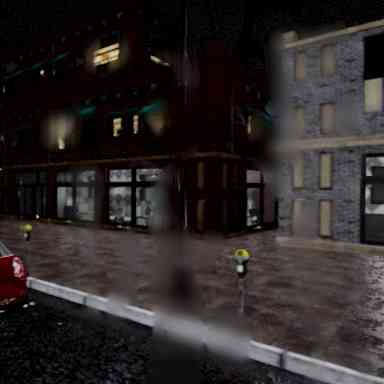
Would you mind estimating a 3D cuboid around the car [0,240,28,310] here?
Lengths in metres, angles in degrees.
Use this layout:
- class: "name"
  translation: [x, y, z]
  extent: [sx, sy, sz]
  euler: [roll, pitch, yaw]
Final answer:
- class: "car"
  translation: [-5.039, 1.407, 6.457]
  extent: [4.097, 1.590, 1.967]
  euler: [0, 1, 35]
